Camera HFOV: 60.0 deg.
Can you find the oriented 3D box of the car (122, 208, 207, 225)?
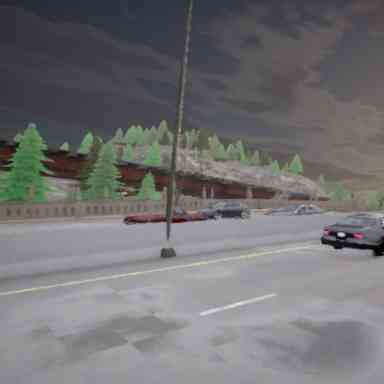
[{"bbox_3d":[-1.719,1.618,19.962,4.718,1.301,1.895,0,0,-36],"label":"car"}]

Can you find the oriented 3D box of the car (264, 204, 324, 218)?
[{"bbox_3d":[6.712,1.522,21.674,4.902,1.511,2.128,0,0,-35],"label":"car"}]

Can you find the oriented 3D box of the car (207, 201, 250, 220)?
[{"bbox_3d":[2.664,1.535,27.385,4.892,1.490,1.837,0,0,-35],"label":"car"}]

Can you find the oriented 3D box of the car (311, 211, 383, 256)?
[{"bbox_3d":[7.359,1.571,13.294,5.357,1.411,2.033,0,0,-35],"label":"car"}]
